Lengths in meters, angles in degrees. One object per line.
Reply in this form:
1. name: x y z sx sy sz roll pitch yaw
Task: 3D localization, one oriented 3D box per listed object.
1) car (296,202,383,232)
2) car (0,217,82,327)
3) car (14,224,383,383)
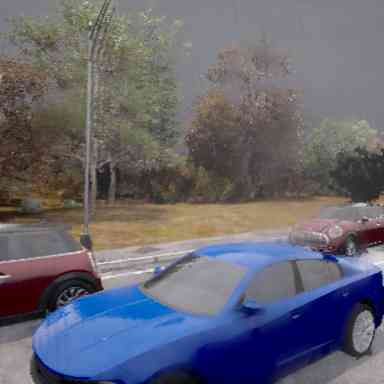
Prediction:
1. car: 5.645 1.233 12.331 4.553 1.767 2.097 -1 1 -35
2. car: -3.903 1.354 5.503 4.553 1.767 2.097 0 0 -36
3. car: 0.612 1.469 4.432 5.008 1.535 1.882 0 0 -35
